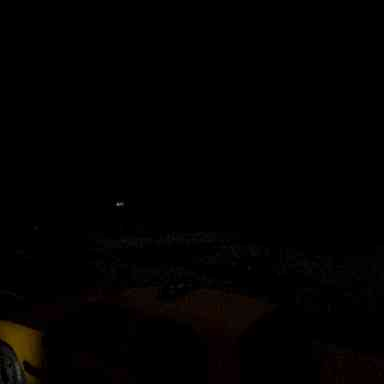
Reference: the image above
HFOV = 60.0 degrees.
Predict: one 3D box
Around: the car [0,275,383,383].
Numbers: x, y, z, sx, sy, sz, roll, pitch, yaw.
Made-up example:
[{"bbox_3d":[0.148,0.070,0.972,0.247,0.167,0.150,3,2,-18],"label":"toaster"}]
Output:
[{"bbox_3d":[-0.353,1.523,3.332,4.829,1.417,1.752,0,0,35],"label":"car"}]
